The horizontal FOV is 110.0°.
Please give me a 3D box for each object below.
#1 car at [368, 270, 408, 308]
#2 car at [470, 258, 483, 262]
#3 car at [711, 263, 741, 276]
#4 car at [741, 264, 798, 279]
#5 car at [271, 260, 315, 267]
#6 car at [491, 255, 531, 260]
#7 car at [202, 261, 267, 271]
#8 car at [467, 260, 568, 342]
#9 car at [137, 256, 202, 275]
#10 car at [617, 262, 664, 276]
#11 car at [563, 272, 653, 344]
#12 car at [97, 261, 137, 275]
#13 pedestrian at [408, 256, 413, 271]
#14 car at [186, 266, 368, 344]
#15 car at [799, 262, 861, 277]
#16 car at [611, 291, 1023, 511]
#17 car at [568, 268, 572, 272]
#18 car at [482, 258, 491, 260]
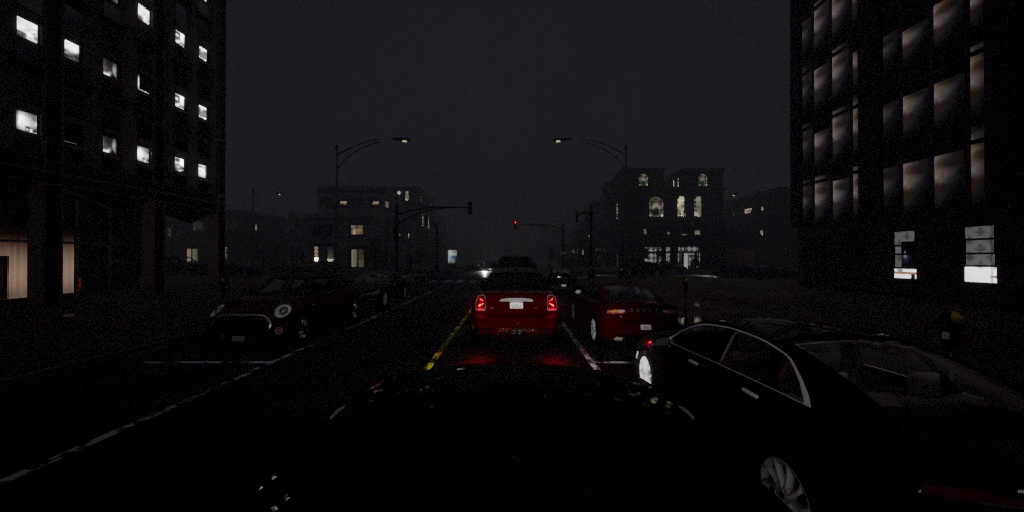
[{"bbox_3d":[-5.696,1.302,15.135,2.007,1.370,4.403,0,0,0],"label":"car"},{"bbox_3d":[-5.709,1.338,53.213,1.802,1.307,4.207,0,0,0],"label":"car"},{"bbox_3d":[23.618,1.447,38.256,4.181,1.385,1.994,0,0,2],"label":"car"},{"bbox_3d":[23.631,1.433,32.434,4.207,1.307,1.802,0,0,1],"label":"car"},{"bbox_3d":[-25.469,1.198,41.588,4.829,1.417,1.751,0,0,1],"label":"car"},{"bbox_3d":[0.113,0.974,20.128,2.150,2.045,5.566,0,0,-1],"label":"car"},{"bbox_3d":[-25.427,1.177,33.206,4.403,1.370,2.007,0,0,1],"label":"car"},{"bbox_3d":[0.096,1.103,9.974,2.097,1.767,4.553,0,0,0],"label":"car"},{"bbox_3d":[-30.964,0.918,33.289,5.009,1.841,2.192,0,0,1],"label":"car"},{"bbox_3d":[13.772,1.339,38.404,4.892,1.490,1.837,0,0,1],"label":"car"},{"bbox_3d":[2.687,1.296,9.429,1.888,1.381,4.507,0,0,0],"label":"car"},{"bbox_3d":[-36.500,1.131,33.372,4.403,1.370,2.007,0,0,1],"label":"car"},{"bbox_3d":[-12.568,0.885,44.345,0.375,1.860,0.375,0,-1,1],"label":"pedestrian"},{"bbox_3d":[-5.693,1.190,9.443,1.967,1.591,4.097,0,0,0],"label":"car"},{"bbox_3d":[33.714,1.438,38.103,4.892,1.490,1.837,0,0,1],"label":"car"},{"bbox_3d":[2.689,1.301,3.737,2.007,1.370,4.403,0,0,0],"label":"car"},{"bbox_3d":[2.683,1.303,20.813,2.007,1.370,4.403,0,0,0],"label":"car"},{"bbox_3d":[-3.092,1.357,52.070,1.895,1.301,4.718,0,0,-1],"label":"car"}]
